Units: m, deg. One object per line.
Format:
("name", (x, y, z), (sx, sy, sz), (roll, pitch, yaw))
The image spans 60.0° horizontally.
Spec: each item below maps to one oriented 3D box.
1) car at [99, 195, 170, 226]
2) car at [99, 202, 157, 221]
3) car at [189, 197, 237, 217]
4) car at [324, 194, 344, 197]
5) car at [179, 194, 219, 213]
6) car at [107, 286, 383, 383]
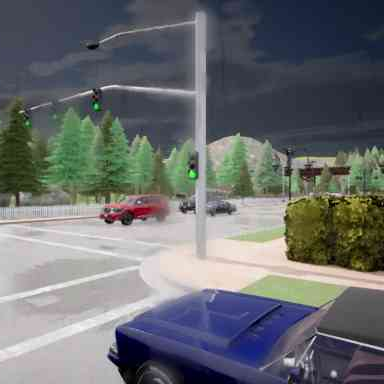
("car", (-3.997, 1.221, 24.249), (2.150, 2.045, 5.566), (0, 0, 38))
("car", (-5.348, 1.601, 28.182), (1.895, 1.301, 4.718), (0, 0, 38))
("car", (2.364, 1.547, 32.282), (2.033, 1.411, 5.357), (0, 0, 38))
("car", (16.807, 1.220, 38.958), (2.150, 2.045, 5.566), (0, 0, 38))
("car", (0.983, 1.221, 36.168), (2.150, 2.045, 5.566), (0, 0, 39))
("car", (1.432, 1.601, 2.943), (4.718, 1.301, 1.895), (0, 0, 36))
